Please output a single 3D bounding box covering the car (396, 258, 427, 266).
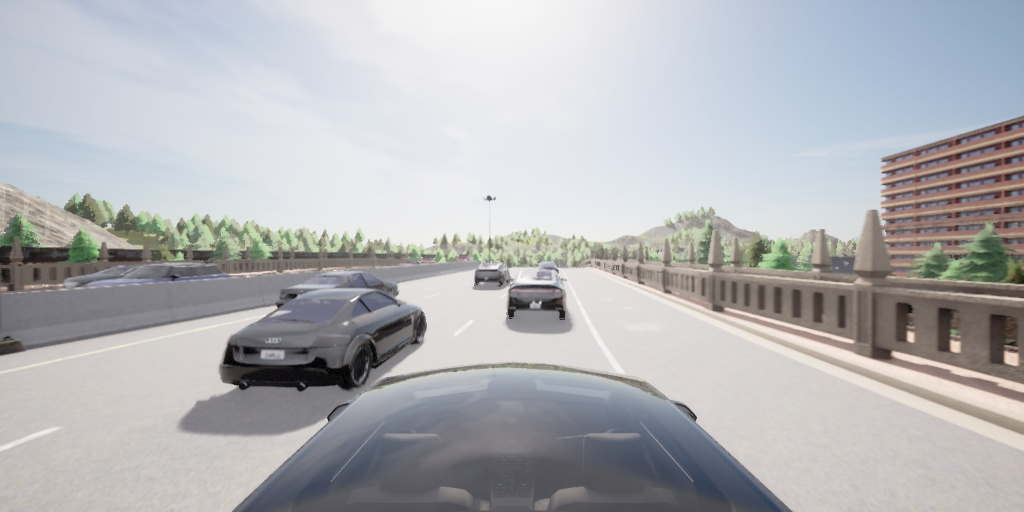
[{"bbox_3d":[-12.971,1.224,45.710,1.895,1.301,4.718,0,0,7],"label":"car"}]

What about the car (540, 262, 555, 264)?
[{"bbox_3d":[3.031,1.196,30.959,1.812,1.442,4.674,0,0,7],"label":"car"}]

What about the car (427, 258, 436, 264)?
[{"bbox_3d":[-14.575,1.138,61.596,2.097,1.767,4.553,0,-2,7],"label":"car"}]

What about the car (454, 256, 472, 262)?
[{"bbox_3d":[-7.869,0.952,58.707,2.150,2.045,5.566,0,-1,7],"label":"car"}]

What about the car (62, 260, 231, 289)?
[{"bbox_3d":[-13.291,1.063,13.701,2.097,1.767,4.553,0,0,6],"label":"car"}]

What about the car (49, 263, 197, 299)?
[{"bbox_3d":[-19.774,1.187,18.658,2.128,1.511,4.902,0,0,7],"label":"car"}]

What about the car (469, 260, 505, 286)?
[{"bbox_3d":[-1.281,1.178,24.279,2.128,1.511,4.902,0,0,7],"label":"car"}]

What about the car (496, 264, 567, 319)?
[{"bbox_3d":[0.917,1.211,12.687,2.128,1.511,4.902,0,0,6],"label":"car"}]

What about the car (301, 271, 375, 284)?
[{"bbox_3d":[-6.090,1.263,13.330,2.033,1.411,5.357,0,0,6],"label":"car"}]

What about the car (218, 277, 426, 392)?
[{"bbox_3d":[-3.108,1.298,6.857,1.994,1.385,4.181,0,0,4],"label":"car"}]
